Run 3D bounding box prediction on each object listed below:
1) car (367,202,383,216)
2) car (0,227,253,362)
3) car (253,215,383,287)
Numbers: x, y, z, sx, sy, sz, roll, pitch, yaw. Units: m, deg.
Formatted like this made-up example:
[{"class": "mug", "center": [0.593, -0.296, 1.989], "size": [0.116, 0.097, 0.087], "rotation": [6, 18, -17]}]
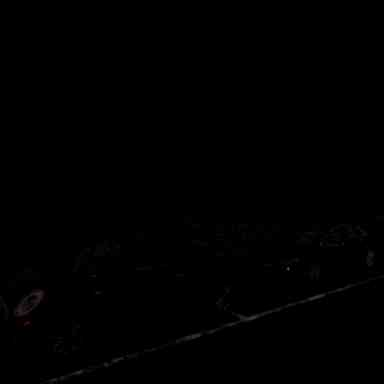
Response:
[{"class": "car", "center": [7.980, 1.204, 12.329], "size": [5.009, 1.841, 2.192], "rotation": [-1, 0, -35]}, {"class": "car", "center": [-1.156, 1.421, 5.821], "size": [4.097, 1.590, 1.967], "rotation": [-1, 0, -35]}, {"class": "car", "center": [3.413, 1.485, 9.076], "size": [4.403, 1.369, 2.008], "rotation": [-1, 0, -35]}]
